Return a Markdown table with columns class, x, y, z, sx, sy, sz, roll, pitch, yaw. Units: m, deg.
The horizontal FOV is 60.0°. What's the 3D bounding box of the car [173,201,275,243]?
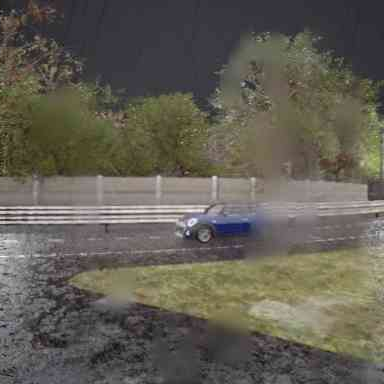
| class | x | y | z | sx | sy | sz | roll | pitch | yaw |
| --- | --- | --- | --- | --- | --- | --- | --- | --- | --- |
| car | 1.465 | 1.263 | 15.334 | 4.553 | 1.767 | 2.097 | 0 | 0 | -21 |
